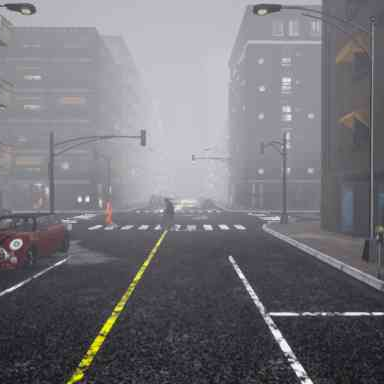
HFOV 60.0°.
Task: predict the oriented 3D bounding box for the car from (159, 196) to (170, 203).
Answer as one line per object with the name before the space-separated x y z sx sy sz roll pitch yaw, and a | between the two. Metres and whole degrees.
car | -5.718 1.558 69.319 1.802 1.307 4.206 -1 0 0

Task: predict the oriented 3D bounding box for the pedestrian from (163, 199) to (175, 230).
pedestrian | -1.338 1.289 19.218 0.375 1.860 0.375 -1 1 0

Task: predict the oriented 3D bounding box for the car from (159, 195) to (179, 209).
car | -3.102 1.491 45.855 1.837 1.490 4.892 0 0 0

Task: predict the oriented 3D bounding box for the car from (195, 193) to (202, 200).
car | 2.130 1.518 74.849 1.887 1.381 4.507 -1 0 0

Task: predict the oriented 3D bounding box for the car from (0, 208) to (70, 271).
car | -5.517 1.437 10.729 1.967 1.590 4.097 -1 0 0

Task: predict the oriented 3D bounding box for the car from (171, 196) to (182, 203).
car | -3.151 1.524 67.943 2.033 1.411 5.357 0 0 0

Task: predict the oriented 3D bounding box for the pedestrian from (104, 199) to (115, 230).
pedestrian | -4.945 1.289 19.740 0.375 1.860 0.375 -1 1 0

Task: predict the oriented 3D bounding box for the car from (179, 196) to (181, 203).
car | -3.156 1.583 55.955 1.895 1.301 4.718 0 0 0

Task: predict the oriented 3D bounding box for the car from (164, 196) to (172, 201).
car | -5.781 1.552 80.393 1.802 1.307 4.206 -1 0 0

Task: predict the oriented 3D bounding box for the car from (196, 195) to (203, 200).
car | 2.036 1.546 91.467 1.802 1.307 4.206 -1 0 0

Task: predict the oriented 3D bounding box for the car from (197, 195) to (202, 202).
car | 2.256 1.534 52.693 2.008 1.369 4.403 -1 0 0

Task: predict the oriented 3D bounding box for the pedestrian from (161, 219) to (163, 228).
pedestrian | -1.516 1.288 20.415 0.375 1.860 0.375 -1 1 0

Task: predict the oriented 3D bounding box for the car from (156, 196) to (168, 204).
car | -5.687 1.504 63.611 1.752 1.417 4.829 -1 0 0

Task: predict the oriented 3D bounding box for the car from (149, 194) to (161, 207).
car | -5.627 1.298 52.707 2.192 1.841 5.009 -1 0 0

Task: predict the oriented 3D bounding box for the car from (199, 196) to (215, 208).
car | 2.288 1.568 47.154 1.802 1.307 4.206 -1 0 0
